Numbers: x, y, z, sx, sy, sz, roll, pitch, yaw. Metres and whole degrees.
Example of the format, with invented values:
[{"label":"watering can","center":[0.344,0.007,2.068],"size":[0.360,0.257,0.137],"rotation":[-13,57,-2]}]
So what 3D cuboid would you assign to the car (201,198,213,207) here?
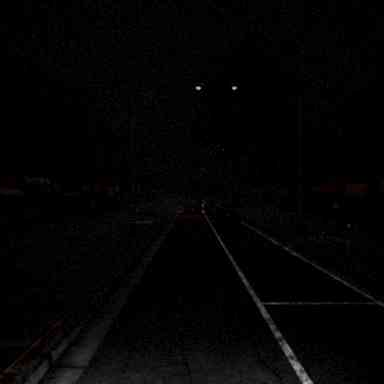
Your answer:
[{"label":"car","center":[2.658,1.844,59.407],"size":[2.008,1.369,4.403],"rotation":[0,0,0]}]

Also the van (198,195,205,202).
[{"label":"van","center":[2.670,1.725,92.682],"size":[1.690,1.788,3.998],"rotation":[0,0,0]}]

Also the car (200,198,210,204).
[{"label":"car","center":[2.662,1.889,70.499],"size":[1.947,1.339,4.313],"rotation":[0,0,0]}]

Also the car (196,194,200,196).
[{"label":"car","center":[2.664,1.653,76.045],"size":[2.192,1.841,5.009],"rotation":[0,0,0]}]

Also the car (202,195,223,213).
[{"label":"car","center":[2.649,1.523,37.223],"size":[2.192,1.841,5.009],"rotation":[0,0,0]}]

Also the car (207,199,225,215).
[{"label":"car","center":[2.647,1.710,31.846],"size":[1.752,1.417,4.829],"rotation":[0,0,0]}]

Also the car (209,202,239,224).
[{"label":"car","center":[2.645,1.727,26.130],"size":[1.947,1.339,4.313],"rotation":[0,0,0]}]

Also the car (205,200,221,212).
[{"label":"car","center":[2.651,1.757,42.937],"size":[1.752,1.417,4.829],"rotation":[0,0,0]}]

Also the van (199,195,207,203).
[{"label":"van","center":[2.666,1.695,81.591],"size":[1.690,1.788,3.998],"rotation":[0,0,0]}]

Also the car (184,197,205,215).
[{"label":"car","center":[0.103,1.685,36.970],"size":[1.882,1.535,5.008],"rotation":[0,0,0]}]
